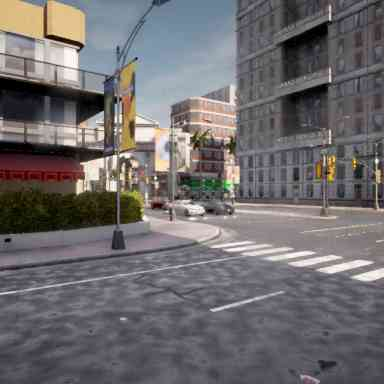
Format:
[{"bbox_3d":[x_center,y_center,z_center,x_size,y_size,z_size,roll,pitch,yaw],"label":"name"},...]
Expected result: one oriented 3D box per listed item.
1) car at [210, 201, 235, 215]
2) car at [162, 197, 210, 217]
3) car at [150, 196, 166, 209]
[{"bbox_3d":[2.423,1.564,33.825,1.994,1.385,4.181,0,0,-35],"label":"car"},{"bbox_3d":[-0.648,1.526,32.105,1.812,1.442,4.674,0,0,-35],"label":"car"},{"bbox_3d":[-3.444,1.352,42.198,2.097,1.767,4.553,0,0,-35],"label":"car"}]
